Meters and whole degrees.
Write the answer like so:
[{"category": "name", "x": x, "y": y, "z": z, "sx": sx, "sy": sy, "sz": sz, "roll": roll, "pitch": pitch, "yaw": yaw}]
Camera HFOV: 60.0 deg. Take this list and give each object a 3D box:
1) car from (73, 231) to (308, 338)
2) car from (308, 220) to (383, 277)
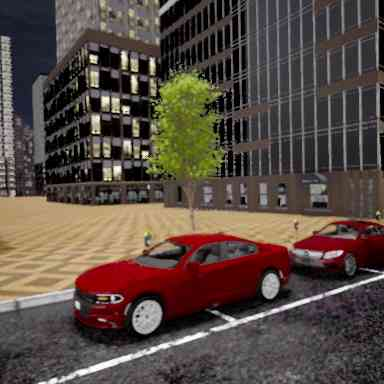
[{"category": "car", "x": 0.024, "y": 1.519, "z": 6.553, "sx": 4.507, "sy": 1.381, "sz": 1.887, "roll": 0, "pitch": -1, "yaw": -35}, {"category": "car", "x": 4.666, "y": 1.516, "z": 9.859, "sx": 4.206, "sy": 1.307, "sz": 1.802, "roll": 0, "pitch": -1, "yaw": -35}]
